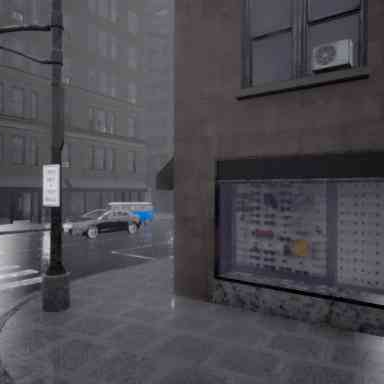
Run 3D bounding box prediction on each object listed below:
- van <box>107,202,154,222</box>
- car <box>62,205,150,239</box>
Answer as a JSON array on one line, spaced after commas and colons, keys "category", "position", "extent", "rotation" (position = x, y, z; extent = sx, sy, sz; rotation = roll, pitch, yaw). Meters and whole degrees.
[{"category": "van", "position": [-4.536, 1.636, 24.198], "extent": [1.690, 1.788, 3.998], "rotation": [-1, -1, 35]}, {"category": "car", "position": [-5.026, 1.727, 19.015], "extent": [2.128, 1.511, 4.902], "rotation": [0, -1, 35]}]
